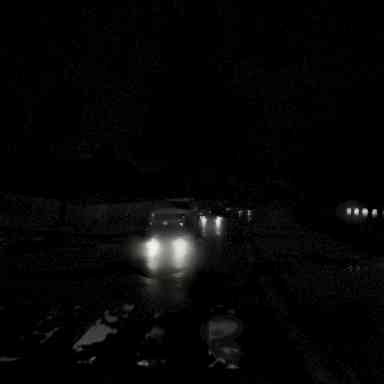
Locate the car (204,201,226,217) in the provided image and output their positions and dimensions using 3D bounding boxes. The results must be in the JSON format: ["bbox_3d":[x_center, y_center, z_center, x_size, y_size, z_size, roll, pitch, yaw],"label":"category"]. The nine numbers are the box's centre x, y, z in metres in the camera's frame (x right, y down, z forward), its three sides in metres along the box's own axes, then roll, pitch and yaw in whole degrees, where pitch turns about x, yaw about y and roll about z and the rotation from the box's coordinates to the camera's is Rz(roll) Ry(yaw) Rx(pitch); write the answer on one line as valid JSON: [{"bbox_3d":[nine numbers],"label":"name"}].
[{"bbox_3d":[2.460,1.825,36.253,1.837,1.490,4.892,0,0,15],"label":"car"}]

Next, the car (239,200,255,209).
[{"bbox_3d":[9.144,2.081,55.238,1.812,1.442,4.674,-1,-1,24],"label":"car"}]

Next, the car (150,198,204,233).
[{"bbox_3d":[-0.930,1.426,21.505,2.150,2.045,5.566,0,-1,12],"label":"car"}]
